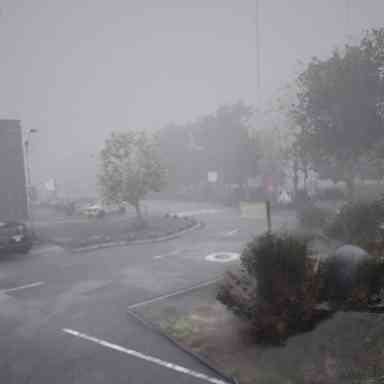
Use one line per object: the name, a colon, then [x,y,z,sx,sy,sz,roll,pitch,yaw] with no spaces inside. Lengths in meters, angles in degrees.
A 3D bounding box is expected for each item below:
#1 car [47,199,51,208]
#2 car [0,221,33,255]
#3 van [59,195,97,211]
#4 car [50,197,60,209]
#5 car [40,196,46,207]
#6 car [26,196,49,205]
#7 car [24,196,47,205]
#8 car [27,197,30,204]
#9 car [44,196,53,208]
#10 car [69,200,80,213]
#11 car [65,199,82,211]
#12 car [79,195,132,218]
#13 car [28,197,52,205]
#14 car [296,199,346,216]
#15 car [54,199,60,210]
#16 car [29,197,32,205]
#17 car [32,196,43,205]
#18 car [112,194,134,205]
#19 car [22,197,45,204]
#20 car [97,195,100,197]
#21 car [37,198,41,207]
car: [-22.202,2.178,58.331,2.002,1.452,4.674,-2,3,36]
car: [-12.072,2.908,20.414,5.566,2.045,2.435,-3,3,34]
van: [-17.220,1.934,50.766,1.878,1.987,4.442,-2,4,36]
car: [-20.550,2.019,55.816,2.185,1.767,4.553,-2,3,36]
car: [-25.557,2.004,63.317,2.185,1.767,4.553,-2,4,36]
car: [-37.386,2.015,80.675,2.185,1.767,4.553,-3,3,36]
car: [-39.070,2.019,83.160,2.185,1.767,4.553,-3,3,36]
car: [-34.008,1.880,75.747,2.435,2.045,5.566,-3,3,36]
car: [-23.874,2.006,60.832,2.185,1.767,4.553,-2,4,36]
car: [-13.648,2.138,46.062,1.946,1.575,5.366,-2,3,36]
car: [-15.451,2.193,48.393,2.002,1.452,4.674,-2,3,36]
car: [-10.388,1.915,40.910,2.435,2.045,5.566,-2,4,36]
car: [-35.665,2.173,78.221,2.002,1.452,4.674,-2,4,36]
car: [10.354,1.398,26.245,2.097,1.767,4.553,-5,2,-25]
car: [-18.821,2.144,53.360,2.097,1.535,5.008,-2,4,36]
car: [-32.200,2.111,73.400,1.946,1.575,5.366,-2,3,36]
car: [-28.944,1.876,68.287,2.435,2.045,5.566,-2,3,36]
car: [-12.682,1.307,60.999,2.097,1.767,4.553,-5,3,-34]
car: [-40.706,2.173,85.699,2.163,1.488,4.792,-3,3,36]
car: [-21.390,1.308,73.672,1.812,1.442,4.674,-5,3,-34]
car: [-27.243,2.157,65.816,2.163,1.488,4.792,-2,3,36]
